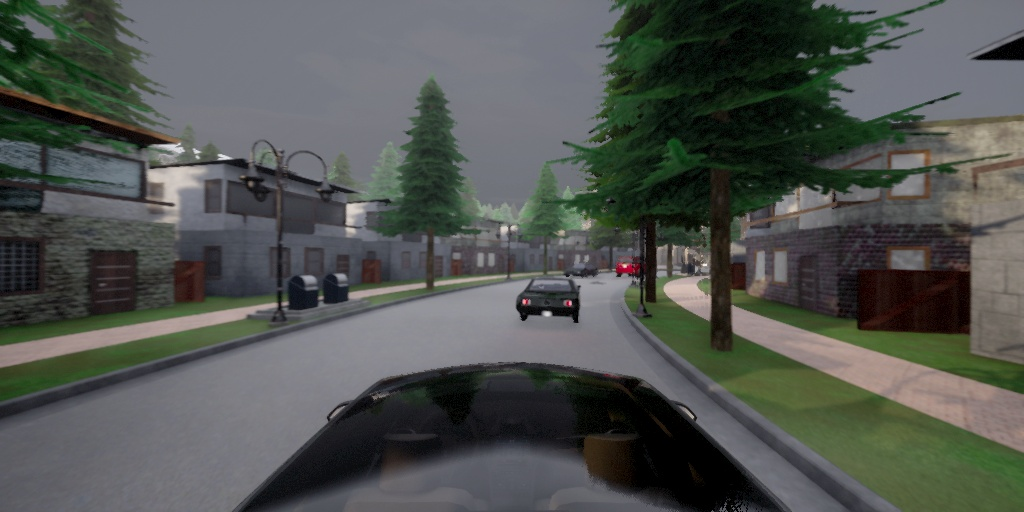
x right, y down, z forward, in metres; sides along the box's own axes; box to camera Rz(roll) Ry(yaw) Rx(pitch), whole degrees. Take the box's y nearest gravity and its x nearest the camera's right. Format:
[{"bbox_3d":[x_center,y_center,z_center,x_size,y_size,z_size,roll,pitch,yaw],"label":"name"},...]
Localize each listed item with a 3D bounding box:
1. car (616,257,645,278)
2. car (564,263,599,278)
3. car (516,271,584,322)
[{"bbox_3d":[12.406,1.138,36.530,2.150,2.045,5.566,0,0,36],"label":"car"},{"bbox_3d":[6.840,1.420,35.046,2.033,1.411,5.357,0,0,33],"label":"car"},{"bbox_3d":[1.457,1.385,12.528,1.895,1.301,4.718,0,0,11],"label":"car"}]
